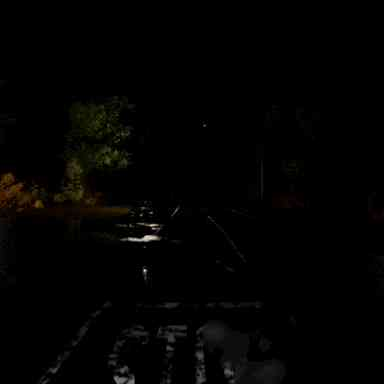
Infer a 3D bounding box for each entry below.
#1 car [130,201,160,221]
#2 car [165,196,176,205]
[{"bbox_3d":[-3.600,1.445,25.951,1.837,1.490,4.892,1,-1,0],"label":"car"},{"bbox_3d":[-3.980,1.558,62.481,1.882,1.535,5.008,0,0,-1],"label":"car"}]
